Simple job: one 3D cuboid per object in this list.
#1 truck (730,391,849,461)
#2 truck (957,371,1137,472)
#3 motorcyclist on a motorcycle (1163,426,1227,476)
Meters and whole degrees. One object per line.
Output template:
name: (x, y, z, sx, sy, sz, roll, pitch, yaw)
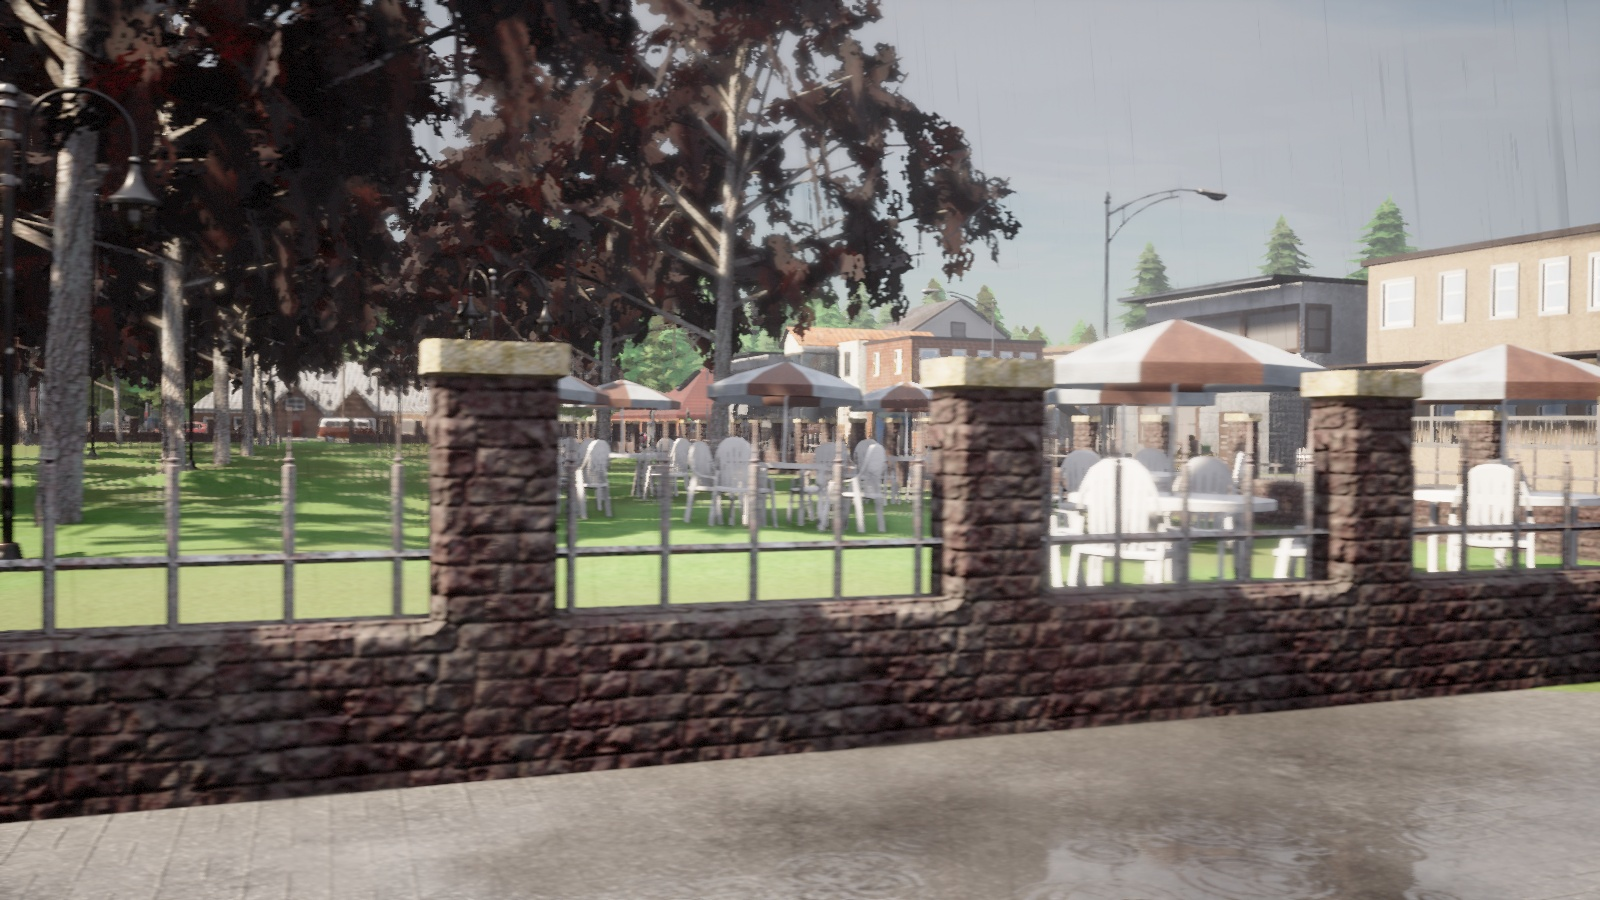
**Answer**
truck: (-0.431, -1.272, 67.137, 2.891, 3.462, 7.936, -1, 1, 28)
truck: (9.038, -1.049, 47.151, 2.891, 3.462, 7.936, -1, 1, -20)
motorcyclist on a motorcycle: (12.202, 0.016, 38.847, 0.797, 1.523, 2.044, -1, 1, -21)
